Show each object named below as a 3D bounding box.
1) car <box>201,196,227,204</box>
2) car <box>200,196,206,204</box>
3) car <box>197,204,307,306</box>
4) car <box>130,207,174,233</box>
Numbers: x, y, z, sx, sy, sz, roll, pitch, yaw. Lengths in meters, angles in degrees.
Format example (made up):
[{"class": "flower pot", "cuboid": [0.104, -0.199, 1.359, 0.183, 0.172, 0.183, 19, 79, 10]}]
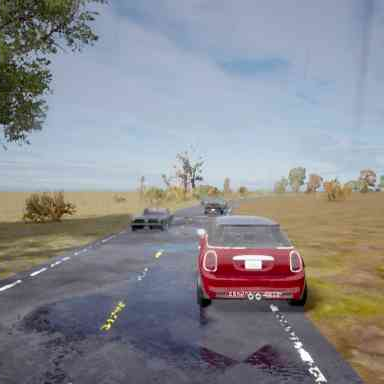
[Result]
[{"class": "car", "cuboid": [2.386, 1.494, 34.813, 1.837, 1.490, 4.892, 0, 0, 8]}, {"class": "car", "cuboid": [2.497, 1.464, 54.394, 2.128, 1.511, 4.902, 0, 0, 11]}, {"class": "car", "cuboid": [1.197, 1.351, 8.221, 2.097, 1.767, 4.553, 0, 0, 2]}, {"class": "car", "cuboid": [-2.283, 1.597, 19.936, 1.895, 1.301, 4.718, 0, 0, 4]}]
